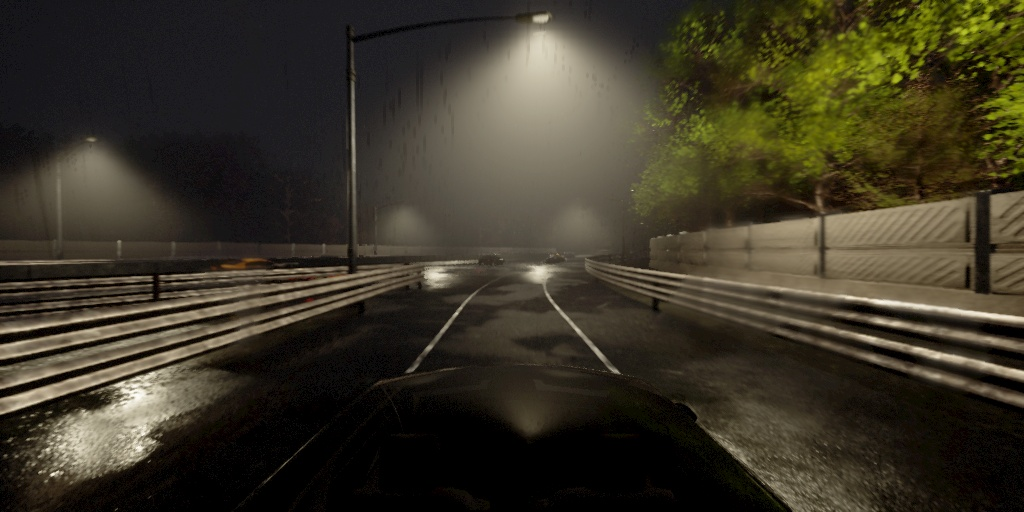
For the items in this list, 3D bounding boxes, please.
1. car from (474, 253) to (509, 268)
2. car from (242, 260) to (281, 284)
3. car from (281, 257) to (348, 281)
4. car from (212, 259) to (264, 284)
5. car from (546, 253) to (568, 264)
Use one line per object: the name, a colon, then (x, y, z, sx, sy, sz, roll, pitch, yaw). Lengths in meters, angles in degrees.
car: (-2.448, 0.638, 44.842, 1.837, 1.490, 4.892, 0, 1, 26)
car: (-13.361, 1.082, 22.133, 1.895, 1.301, 4.718, 0, 1, 26)
car: (-10.187, 0.836, 20.649, 2.097, 1.767, 4.553, 0, 1, 26)
car: (-16.571, 0.959, 23.523, 1.882, 1.535, 5.008, 0, 1, 26)
car: (6.829, 0.501, 55.948, 1.994, 1.385, 4.181, 0, 1, 26)
